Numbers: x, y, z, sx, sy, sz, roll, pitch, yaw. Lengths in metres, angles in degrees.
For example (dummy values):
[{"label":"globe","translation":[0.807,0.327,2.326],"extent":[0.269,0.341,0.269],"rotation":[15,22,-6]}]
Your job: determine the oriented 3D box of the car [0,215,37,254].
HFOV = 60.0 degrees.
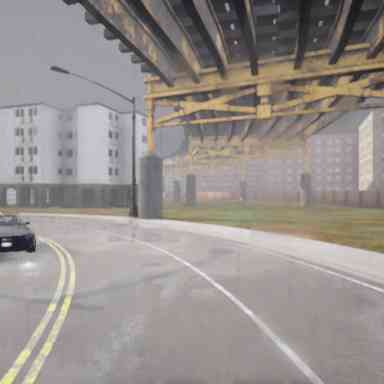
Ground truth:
[{"label":"car","translation":[-7.355,1.591,12.895],"extent":[1.994,1.385,4.181],"rotation":[0,0,-34]}]
